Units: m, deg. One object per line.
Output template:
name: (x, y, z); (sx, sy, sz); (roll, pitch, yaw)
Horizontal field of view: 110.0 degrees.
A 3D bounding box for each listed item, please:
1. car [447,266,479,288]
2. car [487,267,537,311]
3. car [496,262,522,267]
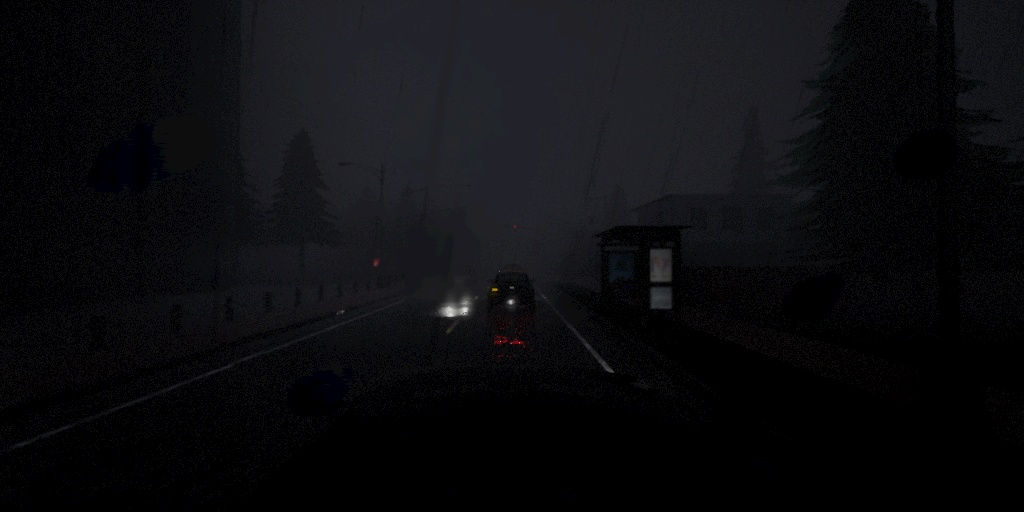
car: (-3.538, 1.513, 26.390); (2.128, 1.511, 4.902); (0, -1, 0)
car: (0.004, 1.407, 15.332); (1.837, 1.490, 4.892); (0, 0, 0)
car: (0.119, 1.414, 30.243); (2.097, 1.767, 4.553); (0, -1, 3)
